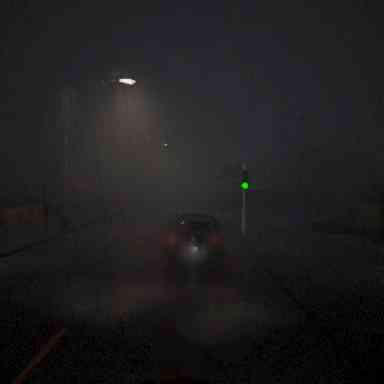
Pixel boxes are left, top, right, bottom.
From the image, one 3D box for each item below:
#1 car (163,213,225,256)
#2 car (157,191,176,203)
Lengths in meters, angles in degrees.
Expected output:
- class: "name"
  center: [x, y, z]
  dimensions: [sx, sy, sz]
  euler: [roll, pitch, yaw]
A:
- class: "car"
  center: [0.074, 1.430, 12.233]
  dimensions: [1.895, 1.301, 4.718]
  euler: [0, 1, 0]
- class: "car"
  center: [-4.071, 0.654, 50.556]
  dimensions: [2.097, 1.767, 4.553]
  euler: [0, 1, 0]
